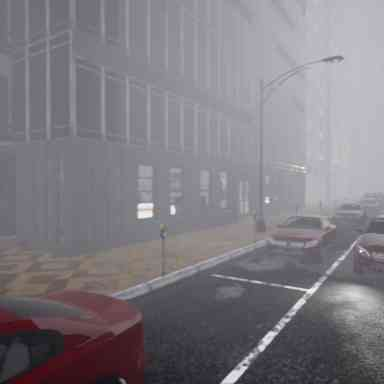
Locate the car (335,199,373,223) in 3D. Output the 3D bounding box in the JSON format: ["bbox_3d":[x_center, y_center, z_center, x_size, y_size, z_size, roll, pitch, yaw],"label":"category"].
[{"bbox_3d":[10.137,1.369,21.191,1.802,1.307,4.206,0,1,33],"label":"car"}]

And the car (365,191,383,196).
[{"bbox_3d":[19.367,0.956,35.570,2.192,1.841,5.009,0,1,33],"label":"car"}]

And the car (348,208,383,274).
[{"bbox_3d":[5.937,1.431,9.657,1.812,1.442,4.674,0,1,33],"label":"car"}]

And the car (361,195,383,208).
[{"bbox_3d":[16.291,1.256,30.778,1.947,1.339,4.313,0,1,33],"label":"car"}]

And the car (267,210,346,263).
[{"bbox_3d":[3.983,1.463,11.601,1.802,1.307,4.206,0,1,33],"label":"car"}]

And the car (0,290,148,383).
[{"bbox_3d":[-2.170,1.517,2.012,1.887,1.381,4.507,0,1,33],"label":"car"}]
